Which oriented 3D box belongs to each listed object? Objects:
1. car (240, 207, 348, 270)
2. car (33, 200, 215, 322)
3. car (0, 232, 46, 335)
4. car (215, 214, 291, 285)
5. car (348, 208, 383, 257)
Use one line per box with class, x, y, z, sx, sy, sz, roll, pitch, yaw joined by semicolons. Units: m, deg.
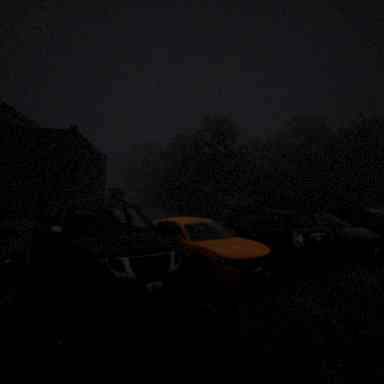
car;2.313;1.330;11.056;2.185;1.767;4.553;0;0;-35
car;-2.226;1.230;7.823;2.435;2.045;5.566;0;0;-35
car;-4.517;1.481;6.232;2.231;1.521;4.892;0;0;-35
car;0.030;1.473;9.472;2.097;1.535;5.008;0;0;-35
car;4.581;1.460;12.675;2.163;1.488;4.792;-1;0;-35
